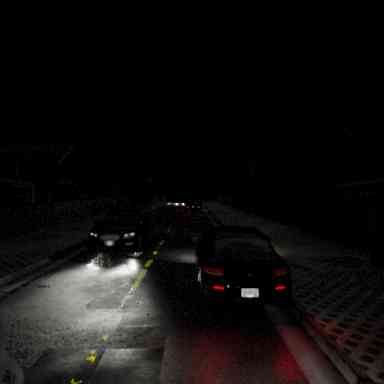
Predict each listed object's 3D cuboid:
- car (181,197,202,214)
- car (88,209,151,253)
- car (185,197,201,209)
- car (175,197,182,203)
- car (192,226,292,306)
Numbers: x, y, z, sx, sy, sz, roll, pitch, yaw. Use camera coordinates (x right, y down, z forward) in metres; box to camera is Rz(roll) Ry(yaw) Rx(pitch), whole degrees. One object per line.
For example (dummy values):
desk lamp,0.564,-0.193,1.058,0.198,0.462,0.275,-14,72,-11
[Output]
car,0.148,1.552,36.019,2.033,1.411,5.357,0,0,1
car,-2.824,1.489,13.822,2.128,1.511,4.902,0,0,0
car,0.096,1.528,46.614,2.128,1.511,4.902,0,0,0
car,-2.611,1.799,72.747,1.895,1.301,4.718,0,0,0
car,0.978,1.525,7.881,1.812,1.442,4.674,0,0,0
